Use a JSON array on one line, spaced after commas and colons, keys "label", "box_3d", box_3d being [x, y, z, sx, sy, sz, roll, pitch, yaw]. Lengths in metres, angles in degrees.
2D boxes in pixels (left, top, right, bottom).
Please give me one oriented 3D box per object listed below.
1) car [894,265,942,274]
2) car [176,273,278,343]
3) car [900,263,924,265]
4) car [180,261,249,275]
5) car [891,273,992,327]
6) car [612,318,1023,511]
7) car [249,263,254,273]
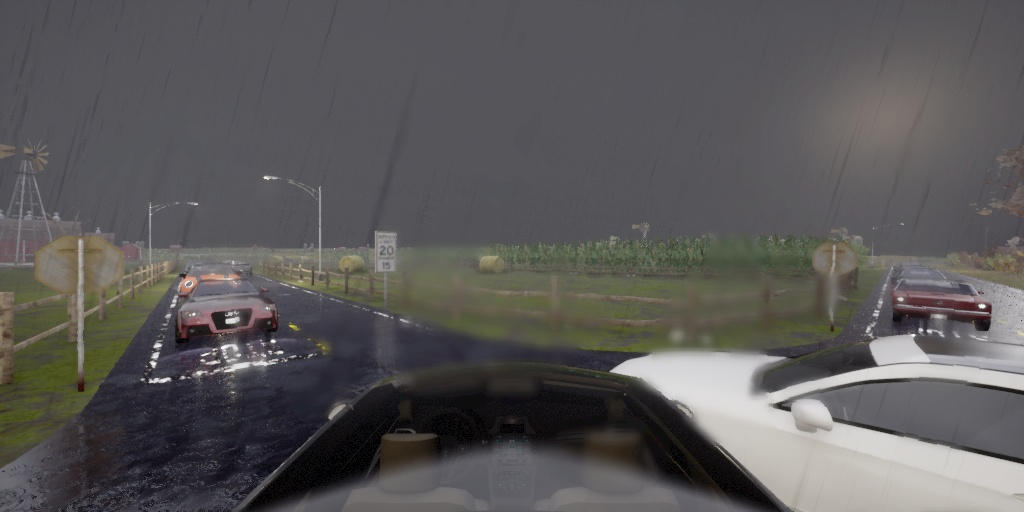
[{"label": "car", "box_3d": [20.567, 1.362, 18.045, 5.357, 1.411, 2.033, 0, 1, -43]}, {"label": "car", "box_3d": [-7.956, 1.354, 9.961, 1.994, 1.385, 4.181, 0, 0, -43]}, {"label": "car", "box_3d": [27.312, 1.399, 24.311, 4.181, 1.385, 1.994, 0, 1, -43]}, {"label": "car", "box_3d": [-13.742, 1.138, 16.435, 2.097, 1.767, 4.553, 0, 0, -42]}, {"label": "car", "box_3d": [13.500, 1.397, 11.470, 4.718, 1.301, 1.895, 0, 1, -43]}, {"label": "car", "box_3d": [2.836, 1.294, 2.391, 1.812, 1.442, 4.674, 0, 1, -44]}, {"label": "car", "box_3d": [-27.038, 1.279, 35.643, 2.128, 1.511, 4.902, 0, 0, -42]}]
